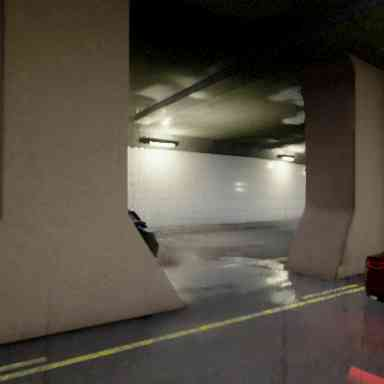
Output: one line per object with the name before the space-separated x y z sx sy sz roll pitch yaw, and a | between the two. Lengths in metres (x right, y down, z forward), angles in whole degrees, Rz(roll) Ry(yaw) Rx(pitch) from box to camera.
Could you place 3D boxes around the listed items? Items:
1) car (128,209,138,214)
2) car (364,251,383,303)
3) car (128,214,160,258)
car | -4.052 1.481 13.617 4.553 1.767 2.097 1 -1 -33
car | 5.756 1.592 7.157 5.008 1.535 1.882 1 -1 -33
car | -3.345 1.597 9.908 4.892 1.490 1.837 1 -1 -33
